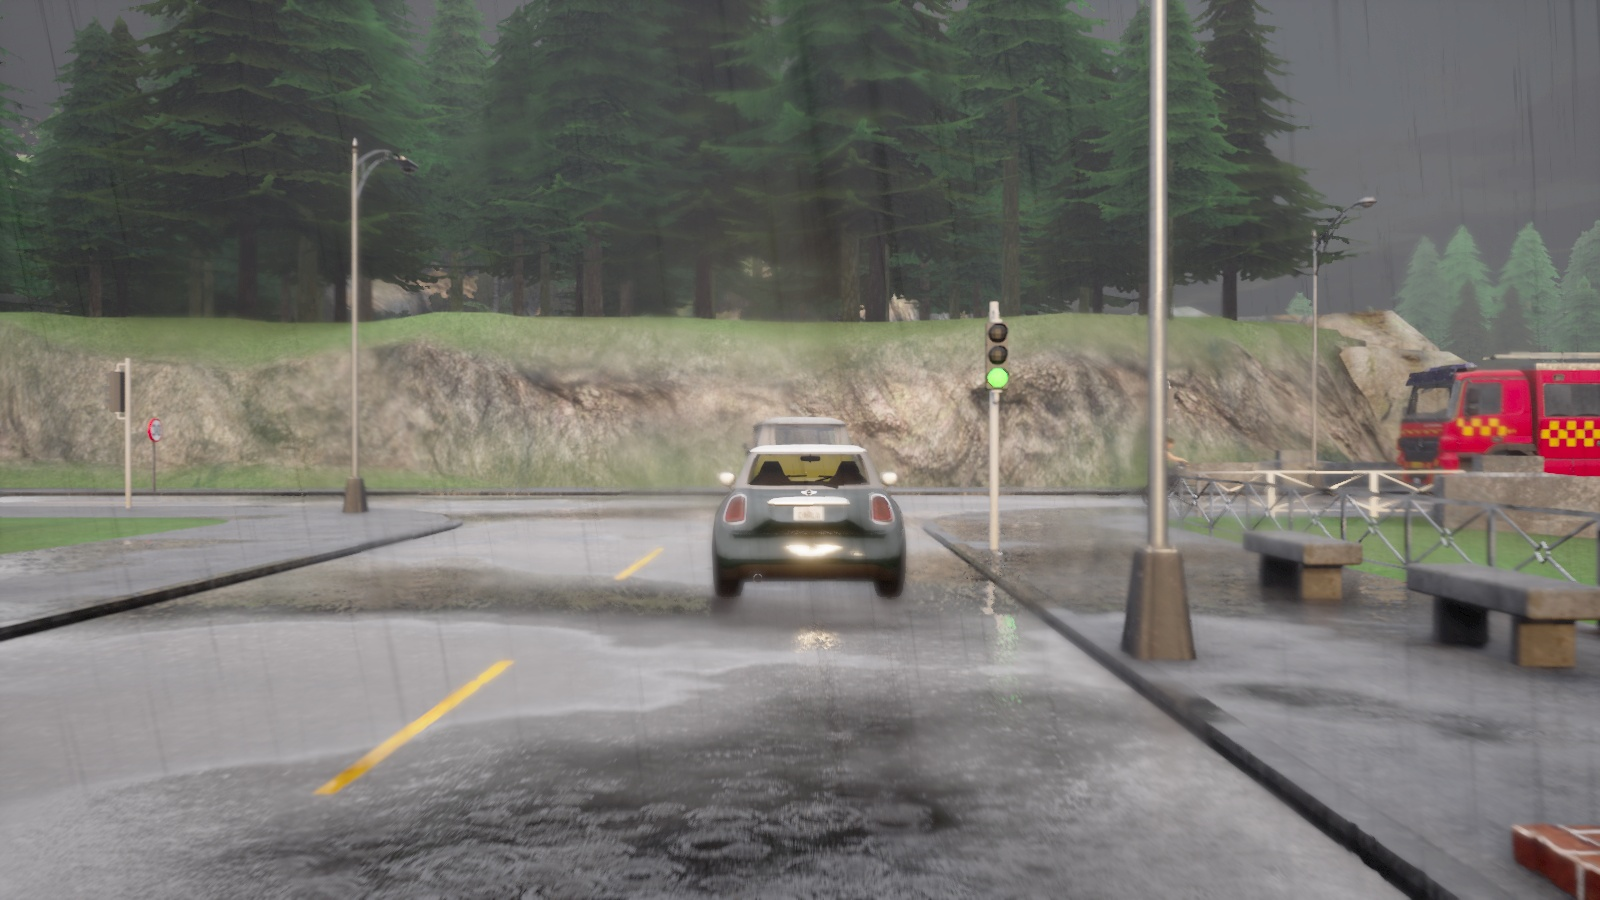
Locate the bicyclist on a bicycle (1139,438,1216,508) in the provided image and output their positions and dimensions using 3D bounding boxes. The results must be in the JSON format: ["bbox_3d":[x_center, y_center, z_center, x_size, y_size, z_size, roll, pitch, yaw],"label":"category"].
[{"bbox_3d":[8.771,0.525,29.209,1.509,1.612,0.866,0,1,-4],"label":"bicyclist on a bicycle"}]

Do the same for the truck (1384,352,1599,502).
[{"bbox_3d":[20.421,-0.589,33.311,8.468,3.827,2.891,0,0,0],"label":"truck"}]

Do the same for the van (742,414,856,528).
[{"bbox_3d":[-0.117,0.362,24.260,1.775,1.987,4.442,0,0,-6],"label":"van"}]

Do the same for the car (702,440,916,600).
[{"bbox_3d":[0.093,0.636,13.467,1.970,1.475,3.806,0,0,0],"label":"car"}]
